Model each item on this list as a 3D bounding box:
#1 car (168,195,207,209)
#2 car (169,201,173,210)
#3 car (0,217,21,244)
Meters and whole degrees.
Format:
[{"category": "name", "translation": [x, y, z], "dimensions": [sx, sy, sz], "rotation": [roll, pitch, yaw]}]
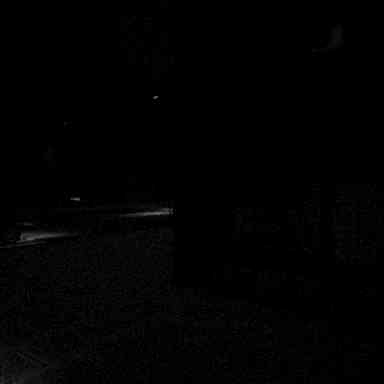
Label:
[{"category": "car", "translation": [-0.479, 1.182, 40.861], "dimensions": [2.033, 1.411, 5.357], "rotation": [1, 1, 36]}, {"category": "car", "translation": [-0.318, 1.170, 35.469], "dimensions": [2.128, 1.511, 4.902], "rotation": [1, 1, 35]}, {"category": "car", "translation": [-8.296, 1.339, 11.925], "dimensions": [1.837, 1.490, 4.892], "rotation": [-3, 0, 8]}]
